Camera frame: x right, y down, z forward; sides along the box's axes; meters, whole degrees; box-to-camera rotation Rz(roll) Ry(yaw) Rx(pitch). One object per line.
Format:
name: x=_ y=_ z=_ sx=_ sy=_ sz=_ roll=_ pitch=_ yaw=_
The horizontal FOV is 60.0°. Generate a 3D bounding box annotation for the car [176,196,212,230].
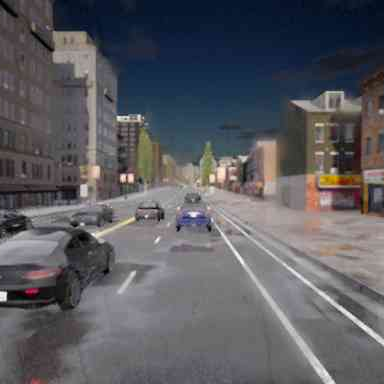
car: x=0.104 y=1.359 z=21.135 sx=2.097 sy=1.767 sz=4.553 roll=0 pitch=0 yaw=0

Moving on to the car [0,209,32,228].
car: x=-9.836 y=1.577 z=16.781 sx=1.994 sy=1.385 sz=4.181 roll=0 pitch=0 yaw=0

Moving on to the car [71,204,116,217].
car: x=-6.567 y=1.552 z=22.631 sx=2.033 sy=1.411 sz=5.357 roll=0 pitch=0 yaw=0

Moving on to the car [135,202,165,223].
car: x=-3.144 y=1.489 z=25.519 sx=2.128 sy=1.511 sz=4.902 roll=0 pitch=0 yaw=0

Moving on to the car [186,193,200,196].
car: x=0.113 y=1.151 z=42.068 sx=2.150 sy=2.045 sz=5.566 roll=0 pitch=0 yaw=0

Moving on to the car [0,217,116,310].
car: x=-3.150 y=1.538 z=7.718 sx=1.812 sy=1.442 sz=4.674 roll=0 pitch=0 yaw=0
